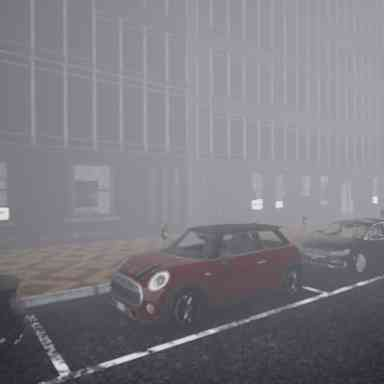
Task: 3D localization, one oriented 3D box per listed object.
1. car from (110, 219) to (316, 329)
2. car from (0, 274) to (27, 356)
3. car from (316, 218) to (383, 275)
[{"bbox_3d":[0.409,1.420,6.853,4.097,1.590,1.967,0,0,-36],"label":"car"},{"bbox_3d":[-4.225,1.558,3.547,4.403,1.369,2.008,0,0,-36],"label":"car"},{"bbox_3d":[5.043,1.501,10.160,4.403,1.369,2.008,0,0,-36],"label":"car"}]
